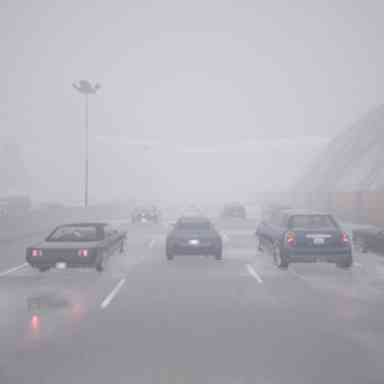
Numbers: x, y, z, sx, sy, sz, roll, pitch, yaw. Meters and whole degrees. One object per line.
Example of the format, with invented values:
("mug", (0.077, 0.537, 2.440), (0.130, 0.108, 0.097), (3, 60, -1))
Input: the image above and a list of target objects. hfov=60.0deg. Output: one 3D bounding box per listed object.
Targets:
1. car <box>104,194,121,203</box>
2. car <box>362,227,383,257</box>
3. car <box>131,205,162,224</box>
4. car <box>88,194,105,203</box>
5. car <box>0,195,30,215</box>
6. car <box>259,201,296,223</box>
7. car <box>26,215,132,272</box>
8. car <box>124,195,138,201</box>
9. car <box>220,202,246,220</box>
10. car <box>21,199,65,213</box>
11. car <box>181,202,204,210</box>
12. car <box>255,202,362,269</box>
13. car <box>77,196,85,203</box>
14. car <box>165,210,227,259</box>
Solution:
("car", (-17.052, 1.714, 73.419), (1.837, 1.490, 4.892), (0, 0, 6))
("car", (7.067, 1.632, 10.743), (1.895, 1.301, 4.718), (0, 0, 0))
("car", (-3.473, 1.700, 26.102), (1.895, 1.301, 4.718), (0, 0, 0))
("car", (-20.513, 1.438, 73.928), (2.150, 2.045, 5.566), (0, 0, 6))
("car", (-17.680, 1.359, 32.498), (2.150, 2.045, 5.566), (0, 0, 0))
("car", (7.023, 1.598, 27.757), (1.837, 1.490, 4.892), (0, 0, 0))
("car", (-3.433, 1.645, 10.955), (1.895, 1.301, 4.718), (0, 0, 0))
("car", (-13.485, 1.539, 73.737), (2.097, 1.767, 4.553), (0, 0, 6))
("car", (3.521, 1.580, 29.273), (1.882, 1.535, 5.008), (0, 0, 0))
("car", (-14.182, 1.684, 32.660), (2.033, 1.411, 5.357), (0, 0, 0))
("car", (0.022, 1.631, 28.733), (1.812, 1.442, 4.674), (0, 0, 0))
("car", (3.564, 1.389, 11.463), (2.097, 1.767, 4.553), (0, 0, 0))
("car", (-23.968, 1.711, 74.495), (1.837, 1.490, 4.892), (0, 0, 6))
("car", (0.063, 1.611, 12.850), (1.994, 1.385, 4.181), (0, 0, 0))
